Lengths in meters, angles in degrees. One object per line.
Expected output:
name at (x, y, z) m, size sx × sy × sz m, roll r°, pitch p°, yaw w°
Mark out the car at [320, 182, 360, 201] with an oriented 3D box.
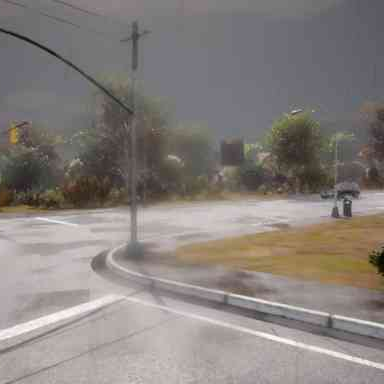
car at (18.489, -0.105, 41.466) m, size 5.566 × 2.045 × 2.150 m, roll -3°, pitch 2°, yaw -28°
